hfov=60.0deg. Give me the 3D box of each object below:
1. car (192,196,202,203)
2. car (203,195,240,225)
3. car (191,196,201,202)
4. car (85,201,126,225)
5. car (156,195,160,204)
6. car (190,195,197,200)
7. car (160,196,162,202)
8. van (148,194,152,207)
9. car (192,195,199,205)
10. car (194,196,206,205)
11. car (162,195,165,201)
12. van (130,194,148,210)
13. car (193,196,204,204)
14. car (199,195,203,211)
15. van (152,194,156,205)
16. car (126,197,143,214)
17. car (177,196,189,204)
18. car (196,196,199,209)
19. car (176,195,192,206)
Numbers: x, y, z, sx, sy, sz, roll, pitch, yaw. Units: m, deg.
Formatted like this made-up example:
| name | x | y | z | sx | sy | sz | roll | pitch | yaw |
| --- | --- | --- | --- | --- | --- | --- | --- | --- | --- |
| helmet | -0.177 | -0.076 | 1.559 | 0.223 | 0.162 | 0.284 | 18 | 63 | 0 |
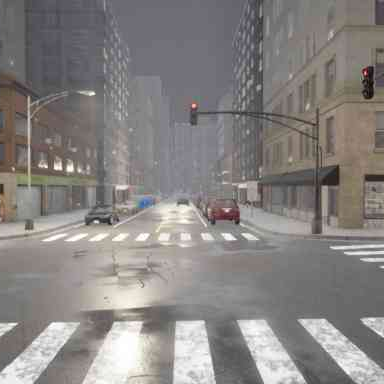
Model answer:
| name | x | y | z | sx | sy | sz | roll | pitch | yaw |
| --- | --- | --- | --- | --- | --- | --- | --- | --- | --- |
| car | 0.999 | 1.556 | 68.763 | 1.947 | 1.339 | 4.313 | -1 | 0 | -2 |
| car | 2.215 | 1.318 | 24.092 | 2.192 | 1.841 | 5.009 | -1 | 0 | -2 |
| car | 0.846 | 1.538 | 74.347 | 2.008 | 1.369 | 4.403 | -1 | 0 | -2 |
| car | -6.305 | 1.569 | 23.859 | 1.947 | 1.339 | 4.313 | -1 | 0 | -2 |
| car | -7.230 | 1.311 | 57.361 | 2.192 | 1.841 | 5.009 | -1 | 0 | -2 |
| car | 0.389 | 1.524 | 91.098 | 2.008 | 1.369 | 4.403 | -1 | 0 | -2 |
| car | -7.382 | 1.433 | 62.945 | 1.967 | 1.590 | 4.097 | -1 | 0 | -2 |
| van | -6.922 | 1.342 | 46.194 | 1.690 | 1.788 | 3.998 | -1 | 0 | -2 |
| car | 1.605 | 1.316 | 46.428 | 2.192 | 1.841 | 5.009 | -1 | 0 | -2 |
| car | 1.298 | 1.521 | 57.766 | 1.752 | 1.417 | 4.829 | -1 | 0 | -2 |
| car | -7.689 | 1.427 | 74.111 | 1.967 | 1.590 | 4.097 | -1 | 0 | -2 |
| van | -6.768 | 1.343 | 40.609 | 1.690 | 1.788 | 3.998 | -1 | 0 | -2 |
| car | 1.151 | 1.559 | 63.179 | 1.947 | 1.339 | 4.313 | -1 | 0 | -2 |
| car | 2.063 | 1.318 | 29.677 | 2.192 | 1.841 | 5.009 | -1 | 0 | -2 |
| van | -7.076 | 1.340 | 51.777 | 1.690 | 1.788 | 3.998 | -1 | 0 | -2 |
| car | -6.608 | 1.528 | 34.856 | 1.752 | 1.417 | 4.829 | -1 | 0 | -2 |
| car | -1.727 | 1.540 | 63.856 | 2.033 | 1.411 | 5.357 | 0 | 0 | -2 |
| car | 1.756 | 1.527 | 41.014 | 1.752 | 1.417 | 4.829 | -1 | 0 | -2 |
| car | -1.440 | 1.503 | 53.438 | 1.837 | 1.490 | 4.892 | 0 | 0 | -2 |
